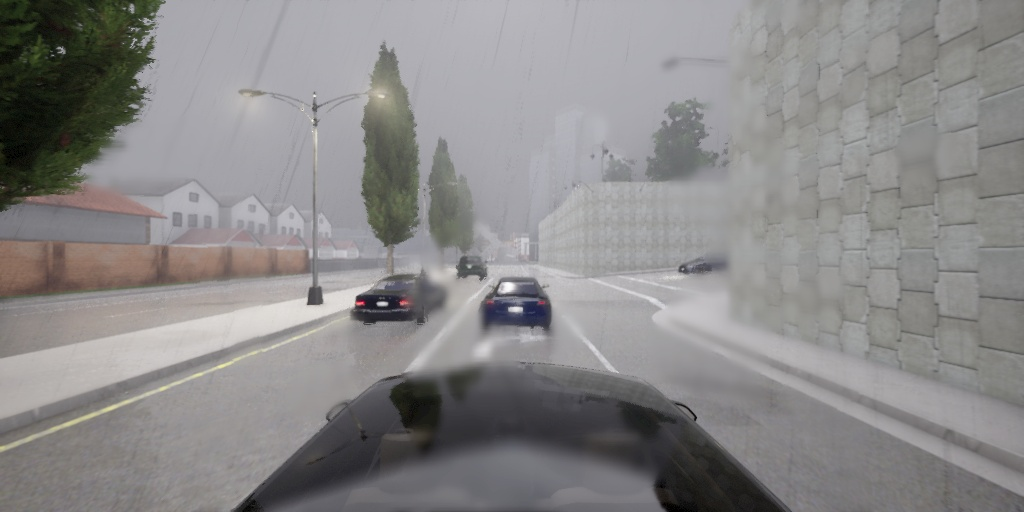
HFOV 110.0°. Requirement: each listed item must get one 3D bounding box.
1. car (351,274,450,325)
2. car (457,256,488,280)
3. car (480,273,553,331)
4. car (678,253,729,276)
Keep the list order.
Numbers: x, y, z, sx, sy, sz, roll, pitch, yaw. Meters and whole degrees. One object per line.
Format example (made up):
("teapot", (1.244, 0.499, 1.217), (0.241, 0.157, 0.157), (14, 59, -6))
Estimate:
("car", (-3.401, 1.314, 11.926), (2.033, 1.411, 5.357), (0, 0, 0))
("car", (-3.409, 1.013, 31.506), (2.150, 2.045, 5.566), (0, -1, 0))
("car", (0.211, 1.330, 11.148), (1.994, 1.385, 4.181), (0, 0, 3))
("car", (13.542, 0.506, 24.259), (4.181, 1.385, 1.994), (-6, 0, 1))
